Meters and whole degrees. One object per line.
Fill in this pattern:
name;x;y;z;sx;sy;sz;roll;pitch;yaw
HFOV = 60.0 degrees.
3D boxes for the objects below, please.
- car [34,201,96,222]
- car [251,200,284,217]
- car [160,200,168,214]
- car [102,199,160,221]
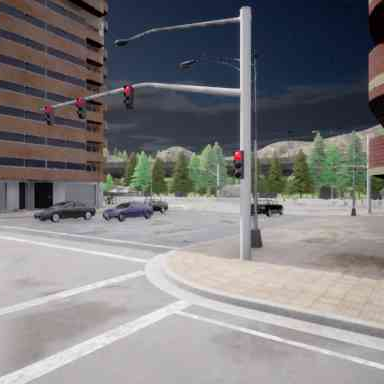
car;-9.945;1.505;26.345;1.837;1.490;4.892;0;0;36
car;7.126;1.478;31.740;1.882;1.535;5.008;0;0;36
car;-4.456;1.491;33.882;2.128;1.511;4.902;0;0;36
car;-5.085;1.526;27.082;1.812;1.442;4.674;0;0;36
